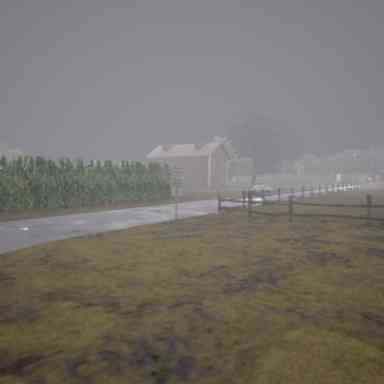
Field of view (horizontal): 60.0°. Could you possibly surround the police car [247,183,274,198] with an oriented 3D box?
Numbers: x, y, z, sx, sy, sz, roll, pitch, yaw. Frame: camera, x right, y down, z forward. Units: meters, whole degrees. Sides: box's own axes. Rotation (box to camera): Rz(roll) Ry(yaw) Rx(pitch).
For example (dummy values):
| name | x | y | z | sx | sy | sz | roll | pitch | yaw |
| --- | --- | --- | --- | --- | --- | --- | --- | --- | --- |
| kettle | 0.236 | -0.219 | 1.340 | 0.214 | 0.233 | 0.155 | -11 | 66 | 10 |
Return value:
| name | x | y | z | sx | sy | sz | roll | pitch | yaw |
| --- | --- | --- | --- | --- | --- | --- | --- | --- | --- |
| police car | 8.449 | -0.251 | 41.143 | 1.930 | 1.638 | 5.238 | 3 | 4 | 35 |
